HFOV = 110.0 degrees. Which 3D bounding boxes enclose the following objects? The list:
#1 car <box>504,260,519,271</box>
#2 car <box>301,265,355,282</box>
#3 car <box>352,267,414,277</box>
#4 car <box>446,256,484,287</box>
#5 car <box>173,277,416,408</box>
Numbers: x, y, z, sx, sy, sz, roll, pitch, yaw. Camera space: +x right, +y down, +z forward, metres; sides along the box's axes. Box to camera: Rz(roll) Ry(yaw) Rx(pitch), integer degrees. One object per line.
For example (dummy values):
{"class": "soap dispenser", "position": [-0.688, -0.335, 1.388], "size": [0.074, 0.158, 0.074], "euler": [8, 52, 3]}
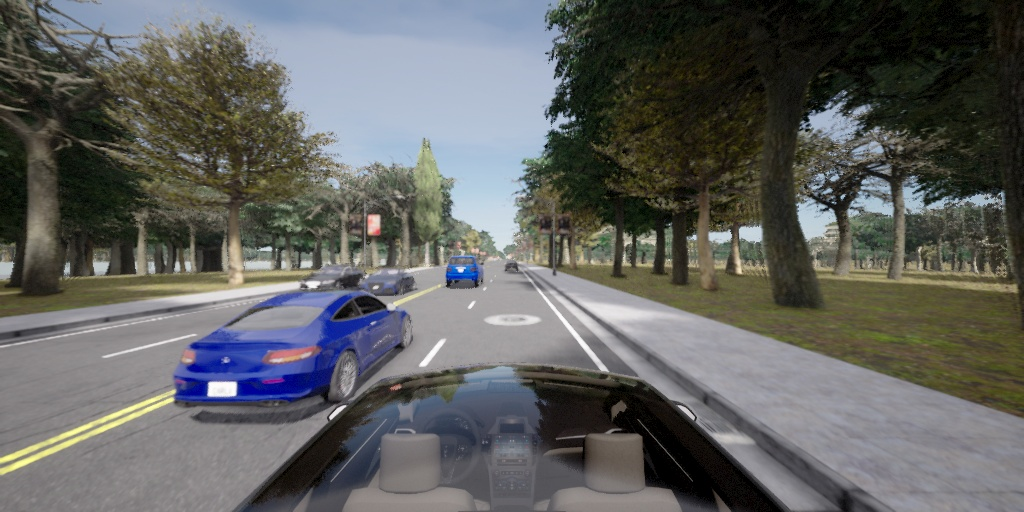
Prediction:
{"class": "car", "position": [-0.028, 1.368, 51.468], "size": [1.837, 1.490, 4.892], "euler": [0, 0, 0]}
{"class": "car", "position": [-9.893, 1.280, 20.196], "size": [2.128, 1.511, 4.902], "euler": [0, 0, 0]}
{"class": "car", "position": [-6.640, 1.345, 19.467], "size": [1.994, 1.385, 4.181], "euler": [0, 0, 0]}
{"class": "car", "position": [-3.211, 1.006, 25.144], "size": [2.150, 2.045, 5.566], "euler": [0, 0, 0]}
{"class": "car", "position": [-3.159, 1.285, 6.208], "size": [1.812, 1.442, 4.674], "euler": [0, 0, 0]}
